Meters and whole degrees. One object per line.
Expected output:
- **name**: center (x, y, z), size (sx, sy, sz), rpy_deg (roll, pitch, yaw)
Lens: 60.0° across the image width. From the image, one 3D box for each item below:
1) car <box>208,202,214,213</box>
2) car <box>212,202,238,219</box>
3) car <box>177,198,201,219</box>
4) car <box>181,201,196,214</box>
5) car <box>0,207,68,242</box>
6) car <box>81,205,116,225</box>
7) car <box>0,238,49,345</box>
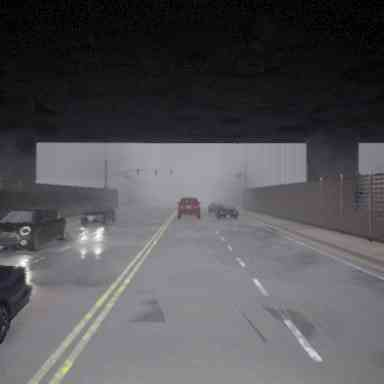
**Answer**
- **car**: center (3.161, 2.012, 43.158), size (1.994, 1.385, 4.181), rpy_deg (0, -1, 0)
- **car**: center (3.282, 1.938, 32.467), size (1.895, 1.301, 4.718), rpy_deg (0, -1, -1)
- **car**: center (-0.277, 1.566, 33.142), size (2.150, 2.045, 5.566), rpy_deg (0, -1, 0)
- **car**: center (-0.434, 1.934, 43.849), size (1.882, 1.535, 5.008), rpy_deg (0, -1, 0)
- **car**: center (-7.217, 1.506, 14.678), size (2.097, 1.767, 4.553), rpy_deg (0, -1, 0)
- **car**: center (-7.340, 1.769, 26.518), size (2.128, 1.511, 4.902), rpy_deg (0, -1, 0)
- **car**: center (-3.727, 1.587, 3.576), size (2.033, 1.411, 5.357), rpy_deg (0, -1, -1)
